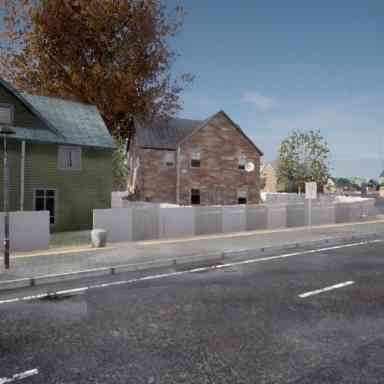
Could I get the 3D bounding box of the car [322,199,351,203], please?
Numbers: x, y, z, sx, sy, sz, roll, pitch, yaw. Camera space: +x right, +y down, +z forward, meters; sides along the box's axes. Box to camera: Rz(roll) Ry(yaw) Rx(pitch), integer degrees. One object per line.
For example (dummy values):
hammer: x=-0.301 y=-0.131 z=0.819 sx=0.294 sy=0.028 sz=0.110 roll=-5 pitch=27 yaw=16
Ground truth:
car: x=16.256 y=1.190 z=36.867 sx=1.837 sy=1.490 sz=4.892 roll=1 pitch=1 yaw=-20

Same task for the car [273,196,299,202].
car: x=12.941 y=1.010 z=46.192 sx=1.882 sy=1.535 sz=5.008 roll=1 pitch=0 yaw=-20

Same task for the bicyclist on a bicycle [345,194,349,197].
bicyclist on a bicycle: x=20.170 y=1.036 z=43.373 sx=1.656 sy=1.620 sz=0.582 roll=1 pitch=0 yaw=-20
